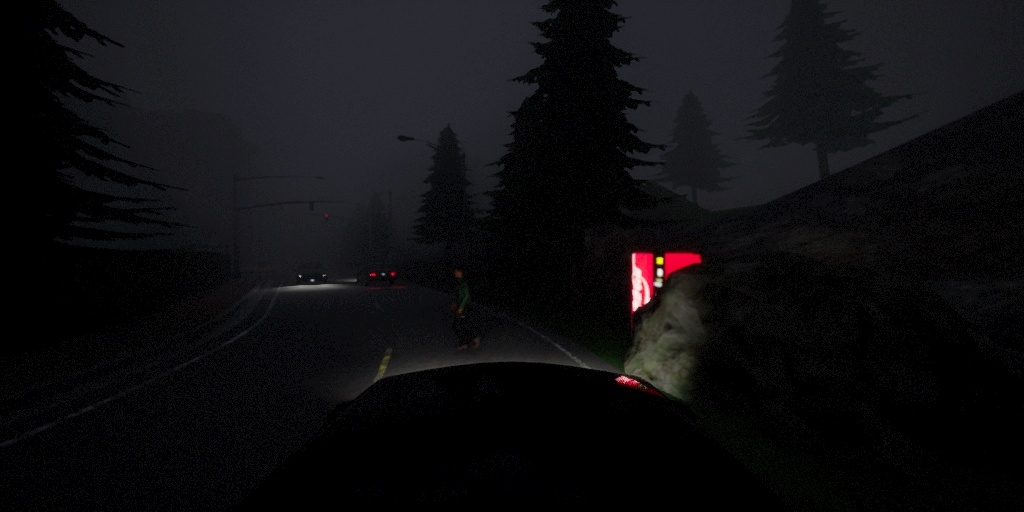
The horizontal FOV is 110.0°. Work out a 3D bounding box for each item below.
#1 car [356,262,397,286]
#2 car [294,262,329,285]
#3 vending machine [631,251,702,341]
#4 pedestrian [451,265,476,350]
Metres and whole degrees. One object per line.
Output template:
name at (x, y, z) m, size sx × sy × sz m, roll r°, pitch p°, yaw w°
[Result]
car at (-9.090, 1.135, 23.879) m, size 2.033 × 1.411 × 5.357 m, roll 0°, pitch 1°, yaw -31°
car at (-13.969, 1.135, 24.956) m, size 2.033 × 1.411 × 5.357 m, roll 0°, pitch 1°, yaw -31°
vending machine at (2.964, 0.898, 6.976) m, size 1.100 × 2.100 × 0.880 m, roll 0°, pitch 0°, yaw -12°
pedestrian at (-1.008, 1.000, 7.402) m, size 0.375 × 1.860 × 0.375 m, roll 0°, pitch 0°, yaw -14°
